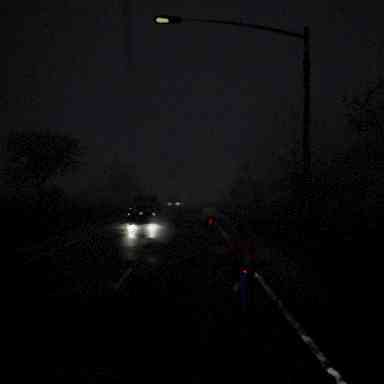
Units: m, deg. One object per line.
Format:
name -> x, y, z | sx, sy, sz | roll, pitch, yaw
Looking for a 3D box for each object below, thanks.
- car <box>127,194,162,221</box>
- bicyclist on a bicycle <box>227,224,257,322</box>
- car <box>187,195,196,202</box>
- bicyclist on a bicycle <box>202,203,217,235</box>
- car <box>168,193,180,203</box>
car -> -3.646, 1.164, 26.542 | 2.150, 2.045, 5.566 | 0, 0, 0
bicyclist on a bicycle -> 0.951, 1.437, 6.245 | 0.582, 1.620, 1.656 | 0, 0, 0
car -> -0.139, 1.428, 72.246 | 2.033, 1.411, 5.357 | 0, 0, 0
bicyclist on a bicycle -> 0.953, 1.395, 17.483 | 0.866, 1.612, 1.509 | 0, 0, 0
car -> -3.634, 1.125, 67.199 | 2.150, 2.045, 5.566 | 0, 0, 0
